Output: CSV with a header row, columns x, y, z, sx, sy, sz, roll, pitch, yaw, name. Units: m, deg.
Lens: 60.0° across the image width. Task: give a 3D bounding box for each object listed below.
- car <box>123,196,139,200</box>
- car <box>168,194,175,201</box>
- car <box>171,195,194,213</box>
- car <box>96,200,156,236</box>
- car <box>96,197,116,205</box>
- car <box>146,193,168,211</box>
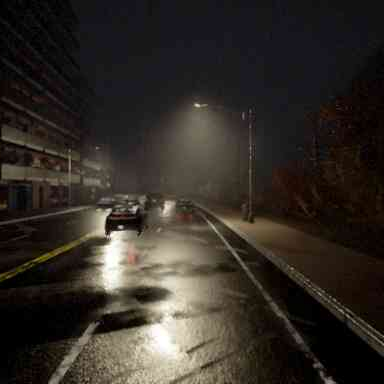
x,y,z,sx,sy,sz,roll,pitch,yaw,name
-8.077,1.350,44.700,2.128,1.511,4.902,0,0,-4,car
-4.634,1.193,77.031,1.882,1.535,5.008,0,0,-8,car
-0.850,1.371,35.538,2.128,1.511,4.902,0,0,-3,car
-3.416,1.438,18.148,2.128,1.511,4.902,0,0,-1,car
-11.296,1.415,44.314,2.033,1.411,5.357,0,0,-3,car
-4.296,1.095,39.171,2.150,2.045,5.566,0,0,-3,car
